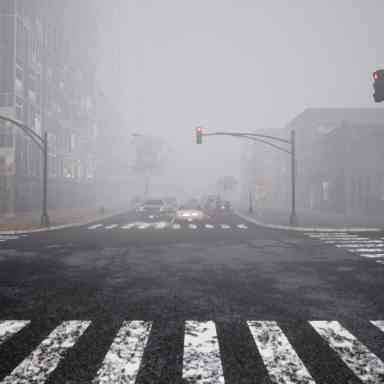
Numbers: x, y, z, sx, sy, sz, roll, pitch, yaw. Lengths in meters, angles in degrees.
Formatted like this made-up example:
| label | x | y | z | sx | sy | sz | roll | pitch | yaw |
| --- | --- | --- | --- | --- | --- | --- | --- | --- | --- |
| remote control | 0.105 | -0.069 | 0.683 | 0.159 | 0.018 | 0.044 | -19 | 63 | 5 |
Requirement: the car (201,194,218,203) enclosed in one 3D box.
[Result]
| label | x | y | z | sx | sy | sz | roll | pitch | yaw |
| --- | --- | --- | --- | --- | --- | --- | --- | --- | --- |
| car | 2.719 | 1.320 | 42.351 | 2.192 | 1.841 | 5.009 | 1 | 0 | 0 |

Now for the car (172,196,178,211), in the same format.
| label | x | y | z | sx | sy | sz | roll | pitch | yaw |
| --- | --- | --- | --- | --- | --- | --- | --- | --- | --- |
| car | -3.090 | 1.552 | 37.622 | 2.033 | 1.411 | 5.357 | 0 | 0 | 0 |

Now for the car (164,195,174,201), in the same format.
| label | x | y | z | sx | sy | sz | roll | pitch | yaw |
| --- | --- | --- | --- | --- | --- | --- | --- | --- | --- |
| car | -5.654 | 1.557 | 82.033 | 2.008 | 1.369 | 4.403 | 1 | 0 | 0 |

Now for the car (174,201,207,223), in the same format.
| label | x | y | z | sx | sy | sz | roll | pitch | yaw |
| --- | --- | --- | --- | --- | --- | --- | --- | --- | --- |
| car | -0.115 | 1.604 | 25.335 | 1.895 | 1.301 | 4.718 | 0 | 0 | -1 |

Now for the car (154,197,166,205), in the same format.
| label | x | y | z | sx | sy | sz | roll | pitch | yaw |
| --- | --- | --- | --- | --- | --- | --- | --- | --- | --- |
| car | -5.661 | 1.587 | 59.337 | 1.802 | 1.307 | 4.206 | 1 | 0 | 0 |

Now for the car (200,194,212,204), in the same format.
| label | x | y | z | sx | sy | sz | roll | pitch | yaw |
| --- | --- | --- | --- | --- | --- | --- | --- | --- | --- |
| car | 2.725 | 1.321 | 65.048 | 2.192 | 1.841 | 5.009 | 1 | 0 | 0 |

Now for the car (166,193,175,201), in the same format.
| label | x | y | z | sx | sy | sz | roll | pitch | yaw |
| --- | --- | --- | --- | --- | --- | --- | --- | --- | --- |
| car | -5.648 | 1.321 | 87.707 | 2.192 | 1.841 | 5.009 | 1 | 0 | 0 |

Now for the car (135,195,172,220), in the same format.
| label | x | y | z | sx | sy | sz | roll | pitch | yaw |
| --- | --- | --- | --- | --- | --- | --- | --- | --- | --- |
| car | -3.125 | 1.356 | 28.149 | 2.097 | 1.767 | 4.553 | 0 | 0 | 1 |

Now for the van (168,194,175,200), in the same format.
| label | x | y | z | sx | sy | sz | roll | pitch | yaw |
| --- | --- | --- | --- | --- | --- | --- | --- | --- | --- |
| van | -5.647 | 1.347 | 93.381 | 1.690 | 1.788 | 3.998 | 1 | 0 | 0 |

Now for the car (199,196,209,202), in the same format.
| label | x | y | z | sx | sy | sz | roll | pitch | yaw |
| --- | --- | --- | --- | --- | --- | --- | --- | --- | --- |
| car | 2.724 | 1.572 | 76.396 | 1.947 | 1.339 | 4.313 | 1 | 0 | 0 |

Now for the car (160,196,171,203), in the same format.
| label | x | y | z | sx | sy | sz | roll | pitch | yaw |
| --- | --- | --- | --- | --- | --- | --- | --- | --- | --- |
| car | -5.658 | 1.572 | 70.685 | 1.947 | 1.339 | 4.313 | 1 | 0 | 0 |

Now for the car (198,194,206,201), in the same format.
| label | x | y | z | sx | sy | sz | roll | pitch | yaw |
| --- | --- | --- | --- | --- | --- | --- | --- | --- | --- |
| car | 2.729 | 1.446 | 87.743 | 1.967 | 1.590 | 4.097 | 1 | 0 | 0 |

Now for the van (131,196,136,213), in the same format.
| label | x | y | z | sx | sy | sz | roll | pitch | yaw |
| --- | --- | --- | --- | --- | --- | --- | --- | --- | --- |
| van | -5.663 | 1.346 | 36.641 | 1.690 | 1.788 | 3.998 | 1 | 0 | 0 |

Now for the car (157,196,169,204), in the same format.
| label | x | y | z | sx | sy | sz | roll | pitch | yaw |
| --- | --- | --- | --- | --- | --- | --- | --- | --- | --- |
| car | -5.659 | 1.572 | 65.011 | 1.947 | 1.339 | 4.313 | 1 | 0 | 0 |

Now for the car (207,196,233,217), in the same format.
| label | x | y | z | sx | sy | sz | roll | pitch | yaw |
| --- | --- | --- | --- | --- | --- | --- | --- | --- | --- |
| car | 2.713 | 1.444 | 31.003 | 1.967 | 1.590 | 4.097 | 1 | 0 | 0 |

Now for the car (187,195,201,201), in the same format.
| label | x | y | z | sx | sy | sz | roll | pitch | yaw |
| --- | --- | --- | --- | --- | --- | --- | --- | --- | --- |
| car | 0.102 | 1.531 | 55.273 | 1.812 | 1.442 | 4.674 | 0 | 0 | -1 |

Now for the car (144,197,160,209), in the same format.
| label | x | y | z | sx | sy | sz | roll | pitch | yaw |
| --- | --- | --- | --- | --- | --- | --- | --- | --- | --- |
| car | -5.663 | 1.530 | 47.819 | 1.752 | 1.417 | 4.829 | 1 | 0 | 0 |

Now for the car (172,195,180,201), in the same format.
| label | x | y | z | sx | sy | sz | roll | pitch | yaw |
| --- | --- | --- | --- | --- | --- | --- | --- | --- | --- |
| car | -3.082 | 1.531 | 47.642 | 1.812 | 1.442 | 4.674 | 0 | 0 | 0 |
